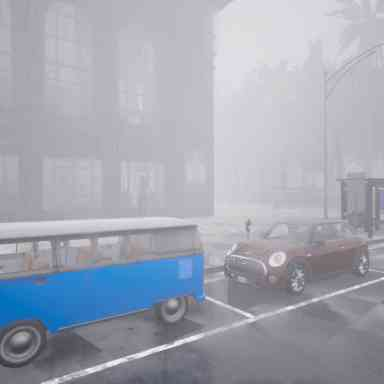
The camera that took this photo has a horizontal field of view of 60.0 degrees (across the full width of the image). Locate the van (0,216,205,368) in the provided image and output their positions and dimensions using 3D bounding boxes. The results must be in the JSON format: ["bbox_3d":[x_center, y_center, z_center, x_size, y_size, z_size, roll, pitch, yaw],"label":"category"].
[{"bbox_3d":[-1.670,1.341,5.459,3.998,1.788,1.690,0,0,-35],"label":"van"}]

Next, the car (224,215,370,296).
[{"bbox_3d":[2.751,1.439,8.605,4.097,1.590,1.967,0,0,-35],"label":"car"}]
